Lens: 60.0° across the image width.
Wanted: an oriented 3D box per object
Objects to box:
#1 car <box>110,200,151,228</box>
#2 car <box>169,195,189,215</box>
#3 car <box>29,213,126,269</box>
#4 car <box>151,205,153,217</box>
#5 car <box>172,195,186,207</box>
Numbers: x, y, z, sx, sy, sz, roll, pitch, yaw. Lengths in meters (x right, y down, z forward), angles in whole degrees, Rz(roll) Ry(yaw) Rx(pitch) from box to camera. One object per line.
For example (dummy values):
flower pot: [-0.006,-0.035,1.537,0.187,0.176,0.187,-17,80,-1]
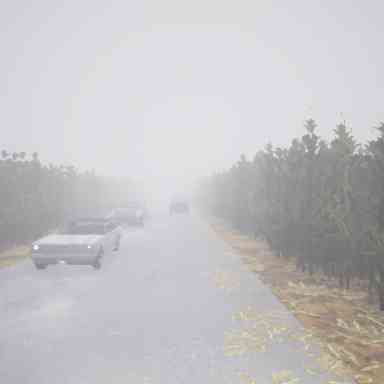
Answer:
car: [-4.107,1.333,22.020,2.097,1.767,4.553,0,0,-2]
car: [-1.295,1.358,32.977,1.882,1.535,5.008,0,0,-3]
car: [-3.645,1.600,11.277,1.895,1.301,4.718,0,0,-3]
car: [-4.237,1.393,27.056,1.812,1.442,4.674,0,1,-3]
car: [-1.830,1.189,45.119,1.837,1.490,4.892,0,1,-3]
